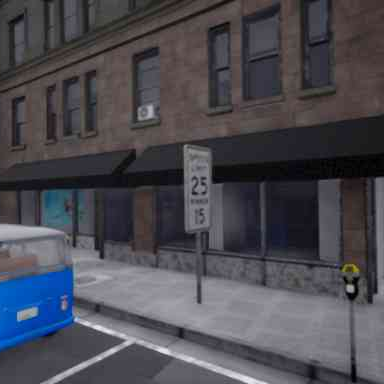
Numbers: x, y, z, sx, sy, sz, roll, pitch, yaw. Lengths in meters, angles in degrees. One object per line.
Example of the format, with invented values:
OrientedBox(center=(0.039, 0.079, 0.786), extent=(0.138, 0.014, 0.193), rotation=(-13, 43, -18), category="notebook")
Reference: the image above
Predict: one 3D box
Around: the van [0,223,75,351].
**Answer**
OrientedBox(center=(-3.687, 1.399, 5.498), extent=(3.998, 1.788, 1.690), rotation=(-1, -1, 36), category="van")
